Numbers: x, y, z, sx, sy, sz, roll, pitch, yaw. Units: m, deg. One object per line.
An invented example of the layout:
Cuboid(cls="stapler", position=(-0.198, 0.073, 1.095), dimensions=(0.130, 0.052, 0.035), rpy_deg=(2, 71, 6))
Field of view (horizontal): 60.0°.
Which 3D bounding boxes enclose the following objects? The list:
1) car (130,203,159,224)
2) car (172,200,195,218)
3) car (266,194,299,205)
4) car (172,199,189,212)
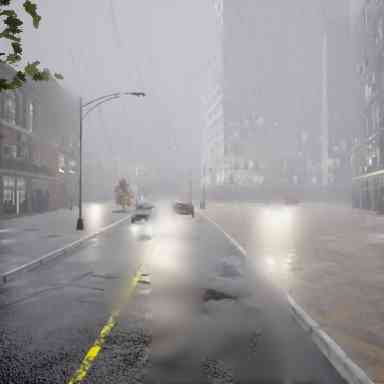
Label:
Cuboid(cls="car", position=(-3.452, 1.549, 25.273), dimensions=(2.033, 1.411, 5.357), rpy_deg=(0, 0, -3))
Cuboid(cls="car", position=(-0.820, 1.483, 30.786), dimensions=(1.882, 1.535, 5.008), rpy_deg=(0, 0, -3))
Cuboid(cls="car", position=(13.939, 1.201, 51.523), dimensions=(5.009, 1.841, 2.192), rpy_deg=(0, -1, 15))
Cuboid(cls="car", position=(-1.504, 1.607, 40.661), dimensions=(1.895, 1.301, 4.718), rpy_deg=(0, 0, -4))
